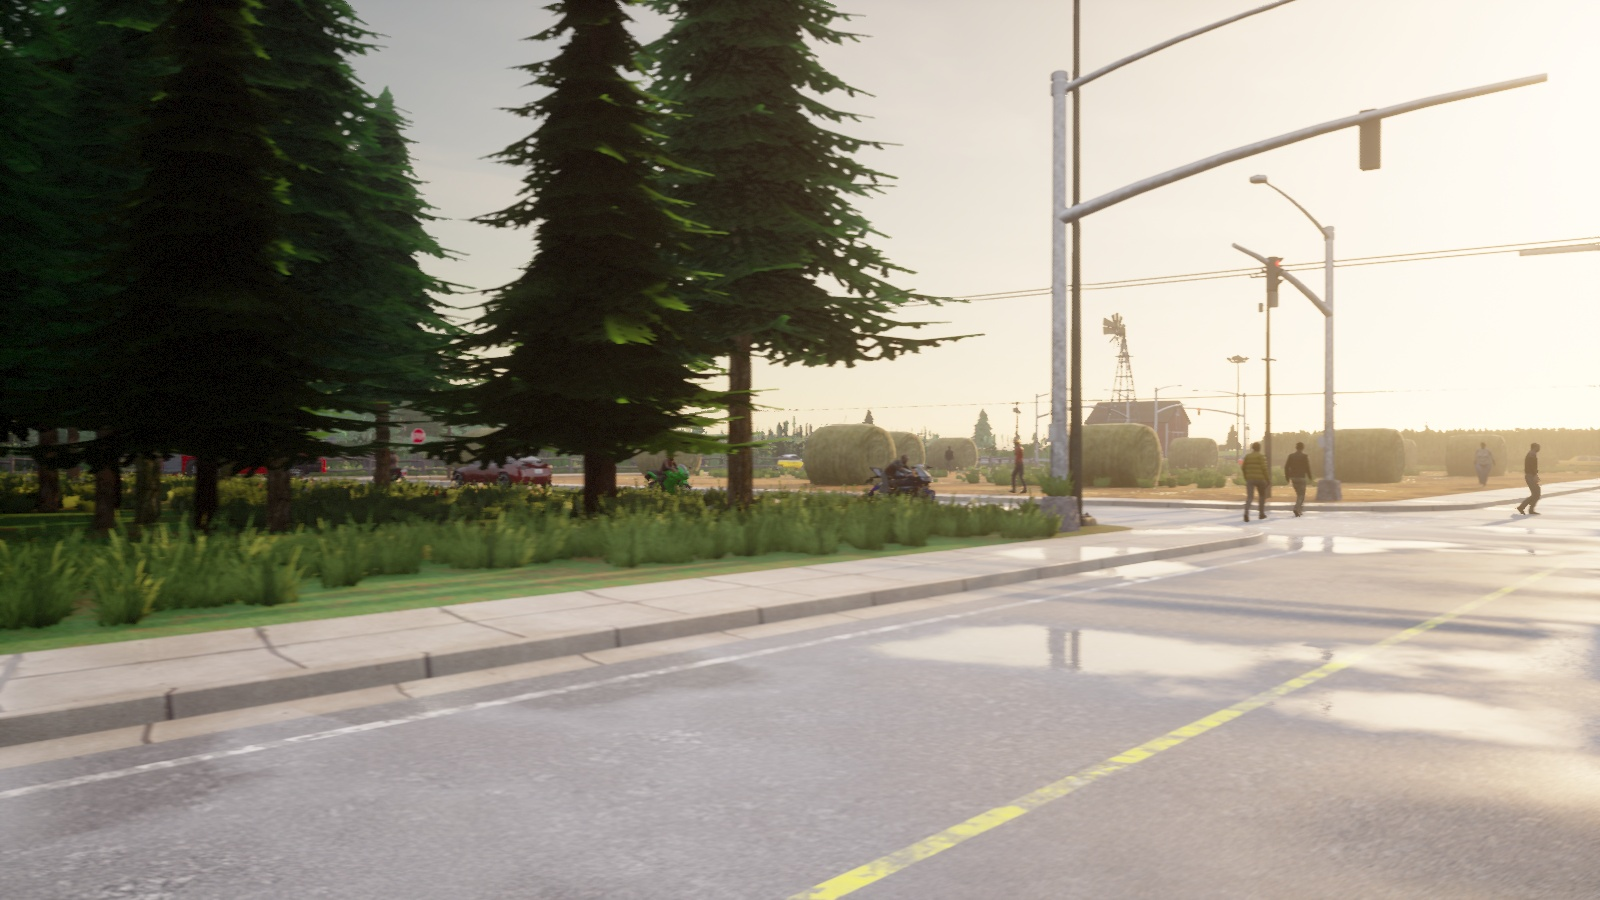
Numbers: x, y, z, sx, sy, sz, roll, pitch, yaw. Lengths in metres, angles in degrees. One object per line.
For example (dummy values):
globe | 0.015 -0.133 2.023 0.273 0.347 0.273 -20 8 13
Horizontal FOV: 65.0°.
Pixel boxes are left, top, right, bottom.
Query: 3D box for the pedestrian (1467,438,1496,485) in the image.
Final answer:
pedestrian | 27.258 0.450 50.211 0.874 1.855 0.900 0 0 38

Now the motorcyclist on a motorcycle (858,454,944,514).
motorcyclist on a motorcycle | 2.673 0.879 33.380 2.191 1.530 0.866 0 0 40

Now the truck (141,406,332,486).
truck | -28.619 -0.200 64.164 2.891 3.827 8.468 0 0 43

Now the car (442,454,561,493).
car | -11.953 0.915 50.161 4.792 1.488 2.163 0 0 40

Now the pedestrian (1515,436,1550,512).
pedestrian | 17.862 0.581 30.620 0.720 1.854 0.376 0 0 33

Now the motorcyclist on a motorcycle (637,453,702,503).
motorcyclist on a motorcycle | -4.064 0.854 39.009 2.044 1.523 0.797 0 0 40

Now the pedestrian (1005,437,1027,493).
pedestrian | 7.089 0.488 41.251 0.636 1.846 0.331 0 0 39

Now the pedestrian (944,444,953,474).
pedestrian | 9.021 0.550 76.260 0.431 1.840 0.703 0 0 -7

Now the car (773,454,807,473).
car | -0.754 1.016 94.398 1.481 1.376 2.207 0 0 43

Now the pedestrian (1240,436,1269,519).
pedestrian | 10.145 0.607 28.021 0.370 1.835 0.726 0 0 42

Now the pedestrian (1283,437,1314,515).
pedestrian | 11.965 0.609 30.151 0.703 1.840 0.431 0 0 -43

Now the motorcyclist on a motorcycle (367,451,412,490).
motorcyclist on a motorcycle | -18.090 0.891 55.288 2.350 1.649 0.766 0 0 40
